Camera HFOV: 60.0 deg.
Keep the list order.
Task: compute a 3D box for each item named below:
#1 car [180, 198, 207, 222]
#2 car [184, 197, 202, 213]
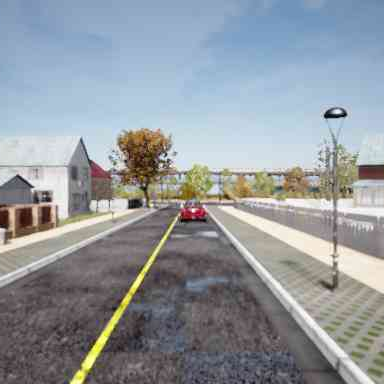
[{"bbox_3d":[0.099,1.477,27.857,2.097,1.767,4.553,0,0,0],"label":"car"},{"bbox_3d":[0.104,1.544,40.166,2.097,1.767,4.553,0,0,0],"label":"car"}]
